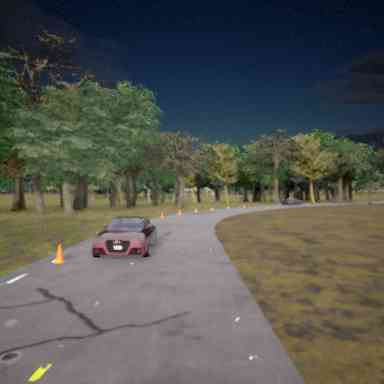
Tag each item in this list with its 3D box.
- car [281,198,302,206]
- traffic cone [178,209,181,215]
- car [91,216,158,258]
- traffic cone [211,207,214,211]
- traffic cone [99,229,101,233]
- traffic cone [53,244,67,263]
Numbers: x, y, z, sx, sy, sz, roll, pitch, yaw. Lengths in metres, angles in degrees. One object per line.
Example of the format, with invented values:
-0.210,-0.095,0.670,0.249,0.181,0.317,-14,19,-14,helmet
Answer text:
18.880,1.841,62.899,2.033,1.411,5.357,0,0,45,car
-1.371,2.213,36.569,0.340,0.580,0.340,0,0,19,traffic cone
-2.454,1.658,13.011,1.994,1.385,4.181,0,0,0,car
2.802,2.279,46.121,0.340,0.580,0.340,0,0,29,traffic cone
-4.430,2.073,16.092,0.340,0.580,0.340,0,0,0,traffic cone
-4.411,2.038,11.092,0.340,0.580,0.340,0,0,0,traffic cone
